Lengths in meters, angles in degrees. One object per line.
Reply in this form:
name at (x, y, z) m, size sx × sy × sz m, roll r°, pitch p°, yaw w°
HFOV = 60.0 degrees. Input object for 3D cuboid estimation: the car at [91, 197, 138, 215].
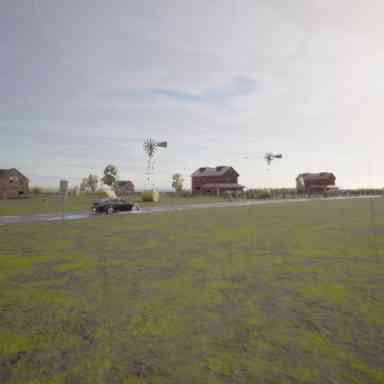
car at (-7.211, 1.289, 31.544) m, size 1.837 × 1.490 × 4.892 m, roll 0°, pitch 1°, yaw 37°
